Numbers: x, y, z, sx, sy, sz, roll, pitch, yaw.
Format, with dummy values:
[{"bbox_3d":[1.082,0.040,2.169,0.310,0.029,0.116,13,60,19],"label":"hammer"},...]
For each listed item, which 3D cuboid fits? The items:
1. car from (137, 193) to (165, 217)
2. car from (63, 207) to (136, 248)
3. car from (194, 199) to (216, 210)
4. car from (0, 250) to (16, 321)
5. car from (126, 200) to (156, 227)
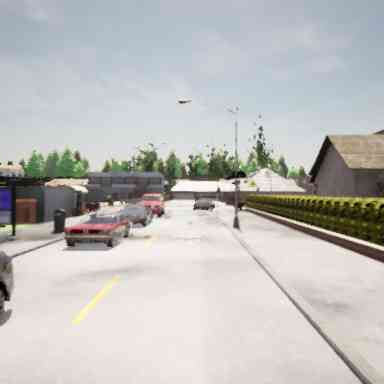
[{"bbox_3d":[-3.752,1.192,31.083,2.150,2.045,5.566,0,1,1],"label":"car"},{"bbox_3d":[-3.976,1.571,14.761,1.895,1.301,4.718,1,0,1],"label":"car"},{"bbox_3d":[1.665,1.594,42.462,1.994,1.385,4.181,0,0,19],"label":"car"},{"bbox_3d":[-4.082,1.457,3.968,2.128,1.511,4.902,1,0,1],"label":"car"},{"bbox_3d":[-3.801,1.535,22.741,1.812,1.442,4.674,1,0,1],"label":"car"}]
